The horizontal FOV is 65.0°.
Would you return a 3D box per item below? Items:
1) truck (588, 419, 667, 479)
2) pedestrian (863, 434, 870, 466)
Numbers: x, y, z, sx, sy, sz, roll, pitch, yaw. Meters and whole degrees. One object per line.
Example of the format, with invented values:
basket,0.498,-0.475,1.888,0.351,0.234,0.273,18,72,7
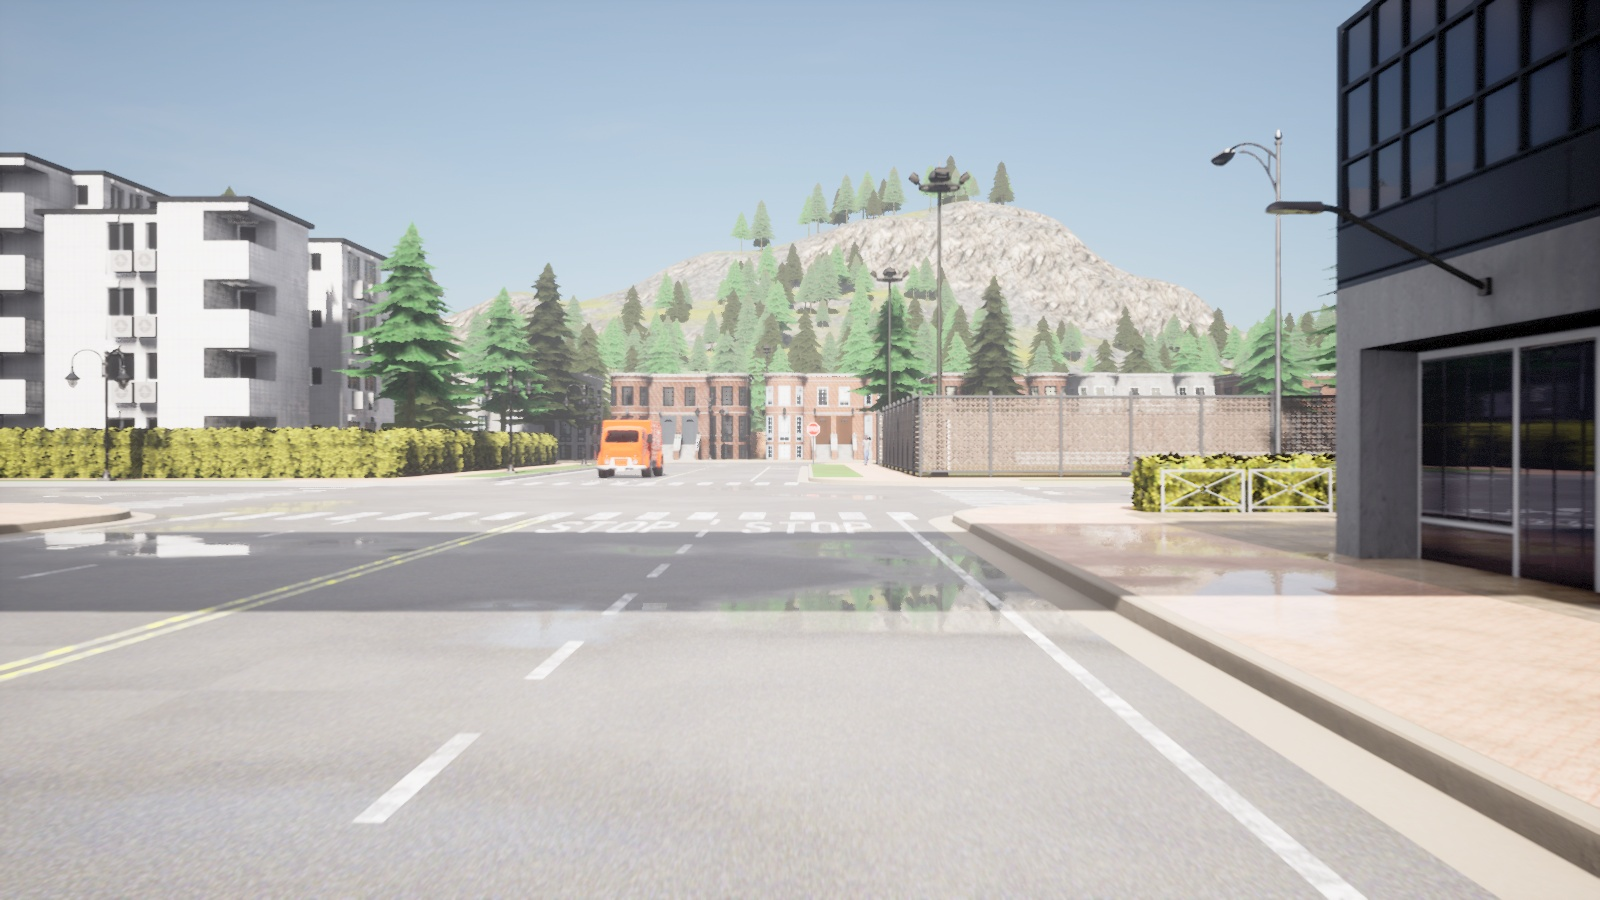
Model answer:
truck,-7.334,-0.067,53.923,2.627,2.467,5.204,0,0,0
pedestrian,3.859,-0.012,72.840,0.354,1.836,0.706,0,0,0
